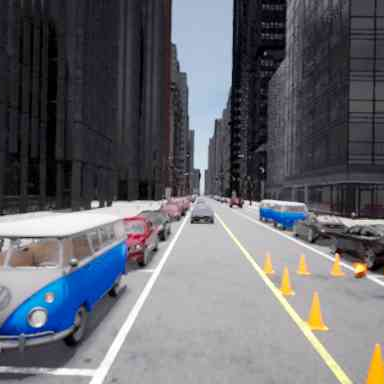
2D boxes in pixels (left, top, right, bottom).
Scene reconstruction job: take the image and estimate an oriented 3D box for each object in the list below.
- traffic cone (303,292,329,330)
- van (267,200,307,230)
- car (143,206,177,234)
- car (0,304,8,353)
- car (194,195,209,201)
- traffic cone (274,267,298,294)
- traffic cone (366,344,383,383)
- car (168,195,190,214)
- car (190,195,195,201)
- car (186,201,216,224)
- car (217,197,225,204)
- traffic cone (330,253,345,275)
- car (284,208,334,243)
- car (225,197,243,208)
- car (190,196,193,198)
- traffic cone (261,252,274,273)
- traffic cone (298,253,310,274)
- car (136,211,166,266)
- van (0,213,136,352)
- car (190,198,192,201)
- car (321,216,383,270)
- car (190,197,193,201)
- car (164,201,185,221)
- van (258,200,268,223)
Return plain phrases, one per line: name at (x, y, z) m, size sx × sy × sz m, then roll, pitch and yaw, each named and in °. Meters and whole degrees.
traffic cone at (2.142, 2.028, 5.761) m, size 0.340 × 0.580 × 0.340 m, roll 1°, pitch 0°, yaw 1°
van at (6.590, 1.592, 22.697) m, size 1.690 × 1.788 × 3.998 m, roll 1°, pitch 0°, yaw 1°
car at (-2.068, 1.619, 17.264) m, size 1.947 × 1.339 × 4.313 m, roll 1°, pitch 0°, yaw 1°
car at (-2.465, 1.521, 0.414) m, size 1.947 × 1.339 × 4.313 m, roll 1°, pitch 0°, yaw 1°
car at (1.748, 1.756, 61.788) m, size 1.812 × 1.442 × 4.674 m, roll 1°, pitch 0°, yaw 1°
traffic cone at (2.189, 2.040, 7.760) m, size 0.340 × 0.580 × 0.340 m, roll 1°, pitch 0°, yaw 1°
traffic cone at (2.094, 2.017, 3.762) m, size 0.340 × 0.580 × 0.340 m, roll 1°, pitch 0°, yaw 1°
car at (-1.666, 1.469, 34.115) m, size 2.192 × 1.841 × 5.009 m, roll 1°, pitch 0°, yaw 1°
car at (-0.505, 1.779, 83.428) m, size 2.192 × 1.841 × 5.009 m, roll 1°, pitch 0°, yaw 1°
car at (0.825, 1.708, 26.626) m, size 2.033 × 1.411 × 5.357 m, roll 1°, pitch 0°, yaw 1°
car at (8.012, 2.180, 83.244) m, size 2.008 × 1.369 × 4.403 m, roll 1°, pitch 0°, yaw 1°
traffic cone at (4.235, 2.090, 9.713) m, size 0.340 × 0.580 × 0.340 m, roll 1°, pitch 0°, yaw 1°
car at (6.454, 1.769, 17.079) m, size 2.008 × 1.369 × 4.403 m, roll 1°, pitch 0°, yaw 1°
car at (7.384, 1.771, 56.400) m, size 2.192 × 1.841 × 5.009 m, roll 1°, pitch 0°, yaw 1°
car at (-1.142, 1.873, 56.580) m, size 1.802 × 1.307 × 4.206 m, roll 1°, pitch 0°, yaw 1°
traffic cone at (2.236, 2.052, 9.760) m, size 0.340 × 0.580 × 0.340 m, roll 1°, pitch 0°, yaw 1°
traffic cone at (3.235, 2.071, 9.736) m, size 0.340 × 0.580 × 0.340 m, roll 1°, pitch 0°, yaw 1°
car at (-2.200, 1.565, 11.647) m, size 1.887 × 1.381 × 4.507 m, roll 1°, pitch 0°, yaw 1°
van at (-2.328, 1.329, 6.031) m, size 1.690 × 1.788 × 3.998 m, roll 1°, pitch 0°, yaw 1°
car at (-1.406, 1.767, 45.347) m, size 1.887 × 1.381 × 4.507 m, roll 1°, pitch 0°, yaw 1°
car at (6.321, 1.751, 11.462) m, size 1.947 × 1.339 × 4.313 m, roll 1°, pitch 0°, yaw 1°
car at (-1.274, 1.839, 50.963) m, size 1.802 × 1.307 × 4.206 m, roll 1°, pitch 0°, yaw 1°
car at (-1.804, 1.702, 28.497) m, size 1.802 × 1.307 × 4.206 m, roll 1°, pitch 0°, yaw 1°
van at (6.722, 1.626, 28.314) m, size 1.690 × 1.788 × 3.998 m, roll 1°, pitch 0°, yaw 1°
